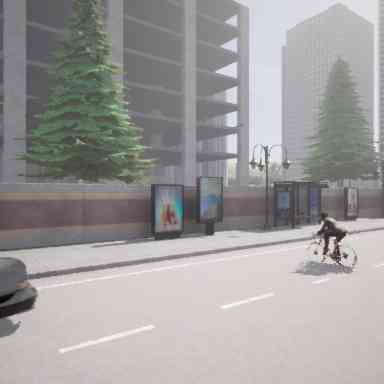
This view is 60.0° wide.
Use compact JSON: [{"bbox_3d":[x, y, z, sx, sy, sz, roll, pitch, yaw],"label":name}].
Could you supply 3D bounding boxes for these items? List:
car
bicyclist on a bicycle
[{"bbox_3d":[-5.128,1.547,4.601,5.357,1.411,2.033,0,0,-36],"label":"car"},{"bbox_3d":[4.214,1.455,10.181,0.582,1.620,1.656,0,-2,-36],"label":"bicyclist on a bicycle"}]
